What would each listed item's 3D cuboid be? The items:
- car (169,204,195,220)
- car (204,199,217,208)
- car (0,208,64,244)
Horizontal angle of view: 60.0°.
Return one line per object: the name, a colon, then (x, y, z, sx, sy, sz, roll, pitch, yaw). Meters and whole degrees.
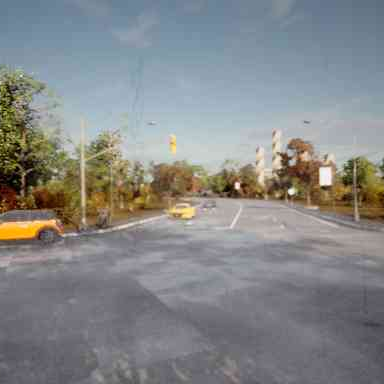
car: (-0.946, 1.897, 32.903, 1.882, 1.535, 5.008, -1, -1, 10)
car: (3.158, 1.987, 56.859, 1.812, 1.442, 4.674, -1, 0, 10)
car: (-8.985, 1.739, 16.920, 4.553, 1.767, 2.097, -1, -1, -18)
